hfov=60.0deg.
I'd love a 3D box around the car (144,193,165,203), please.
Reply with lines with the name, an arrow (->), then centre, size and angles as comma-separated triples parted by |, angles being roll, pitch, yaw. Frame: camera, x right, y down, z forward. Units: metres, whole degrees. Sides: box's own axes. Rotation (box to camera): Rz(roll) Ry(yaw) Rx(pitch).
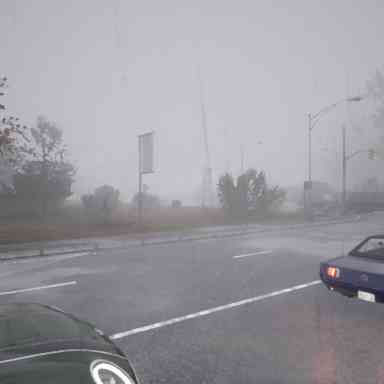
car -> -7.426, 1.114, 65.506 | 2.097, 1.767, 4.553 | -1, 1, -38

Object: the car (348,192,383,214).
car -> 16.776, 0.997, 29.451 | 2.150, 2.045, 5.566 | -1, 0, -39

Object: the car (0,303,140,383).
car -> -2.531, 1.352, 1.918 | 4.553, 1.767, 2.097 | 0, 0, -36

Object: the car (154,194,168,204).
car -> -6.076, 1.286, 58.111 | 2.128, 1.511, 4.902 | -1, 0, -38

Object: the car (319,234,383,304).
car -> 4.942, 1.571, 7.253 | 4.718, 1.301, 1.895 | -1, 0, -35

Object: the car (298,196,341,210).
car -> 14.461, 1.239, 37.959 | 2.128, 1.511, 4.902 | -1, 0, -39
